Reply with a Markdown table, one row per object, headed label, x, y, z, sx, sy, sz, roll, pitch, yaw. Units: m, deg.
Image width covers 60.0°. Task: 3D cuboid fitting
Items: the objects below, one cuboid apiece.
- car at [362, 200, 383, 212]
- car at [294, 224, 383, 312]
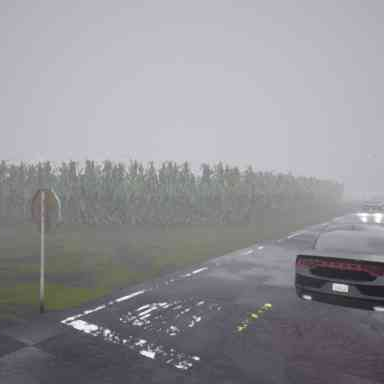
| label | x | y | z | sx | sy | sz | roll | pitch | yaw |
| --- | --- | --- | --- | --- | --- | --- | --- | --- | --- |
| car | 21.002 | 1.621 | 38.589 | 1.895 | 1.301 | 4.718 | 0 | 0 | 33 |
| car | 3.892 | 1.480 | 7.736 | 1.882 | 1.535 | 5.008 | 0 | 0 | 33 |
